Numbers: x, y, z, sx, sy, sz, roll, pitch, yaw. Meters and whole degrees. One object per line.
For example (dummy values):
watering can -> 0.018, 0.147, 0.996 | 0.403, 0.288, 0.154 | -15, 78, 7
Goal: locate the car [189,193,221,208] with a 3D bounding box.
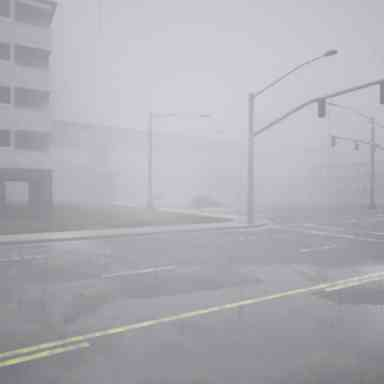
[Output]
car -> 1.645, 1.196, 41.871 | 1.837, 1.490, 4.892 | 0, 1, -31

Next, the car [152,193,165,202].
car -> -6.250, 0.973, 62.376 | 1.882, 1.535, 5.008 | 0, 0, 1
